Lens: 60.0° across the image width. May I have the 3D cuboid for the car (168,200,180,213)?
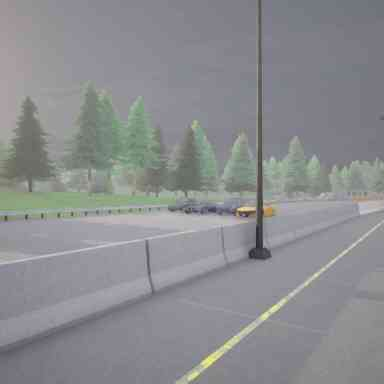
[{"bbox_3d":[-0.687,1.505,37.121,1.837,1.490,4.892,0,0,36],"label":"car"}]

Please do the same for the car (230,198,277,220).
[{"bbox_3d":[5.395,1.477,27.536,1.882,1.535,5.008,0,0,35],"label":"car"}]

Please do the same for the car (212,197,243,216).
[{"bbox_3d":[4.210,1.351,31.927,2.097,1.767,4.553,0,0,35],"label":"car"}]

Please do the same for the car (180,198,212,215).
[{"bbox_3d":[1.077,1.564,33.548,1.994,1.385,4.181,0,0,35],"label":"car"}]
